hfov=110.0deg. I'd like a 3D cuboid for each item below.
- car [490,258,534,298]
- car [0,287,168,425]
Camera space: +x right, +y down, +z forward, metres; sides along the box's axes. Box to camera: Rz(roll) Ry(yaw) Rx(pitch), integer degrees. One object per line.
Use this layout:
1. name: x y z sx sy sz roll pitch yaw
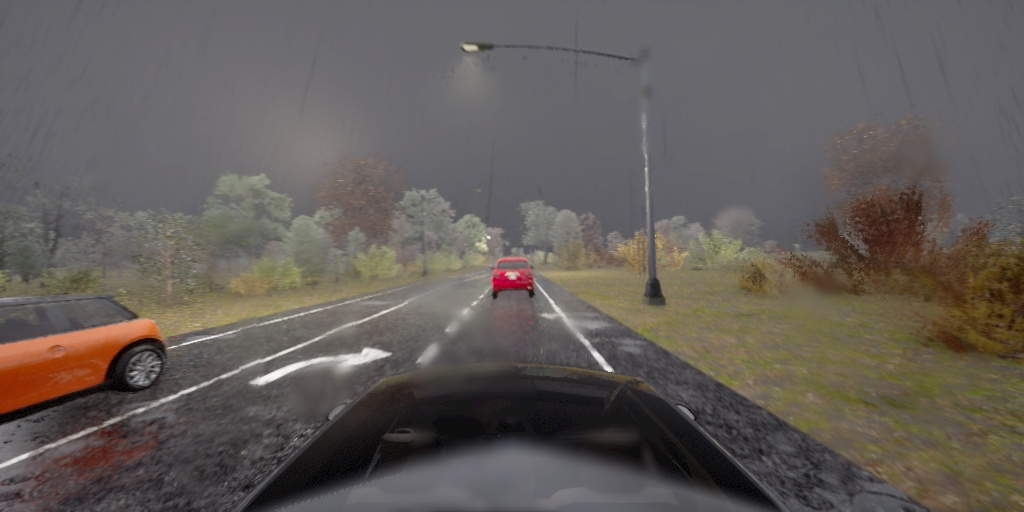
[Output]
1. car: 0.061 1.145 20.225 2.150 2.045 5.566 -2 -1 1
2. car: -7.103 1.358 4.299 2.097 1.767 4.553 -2 -1 1
